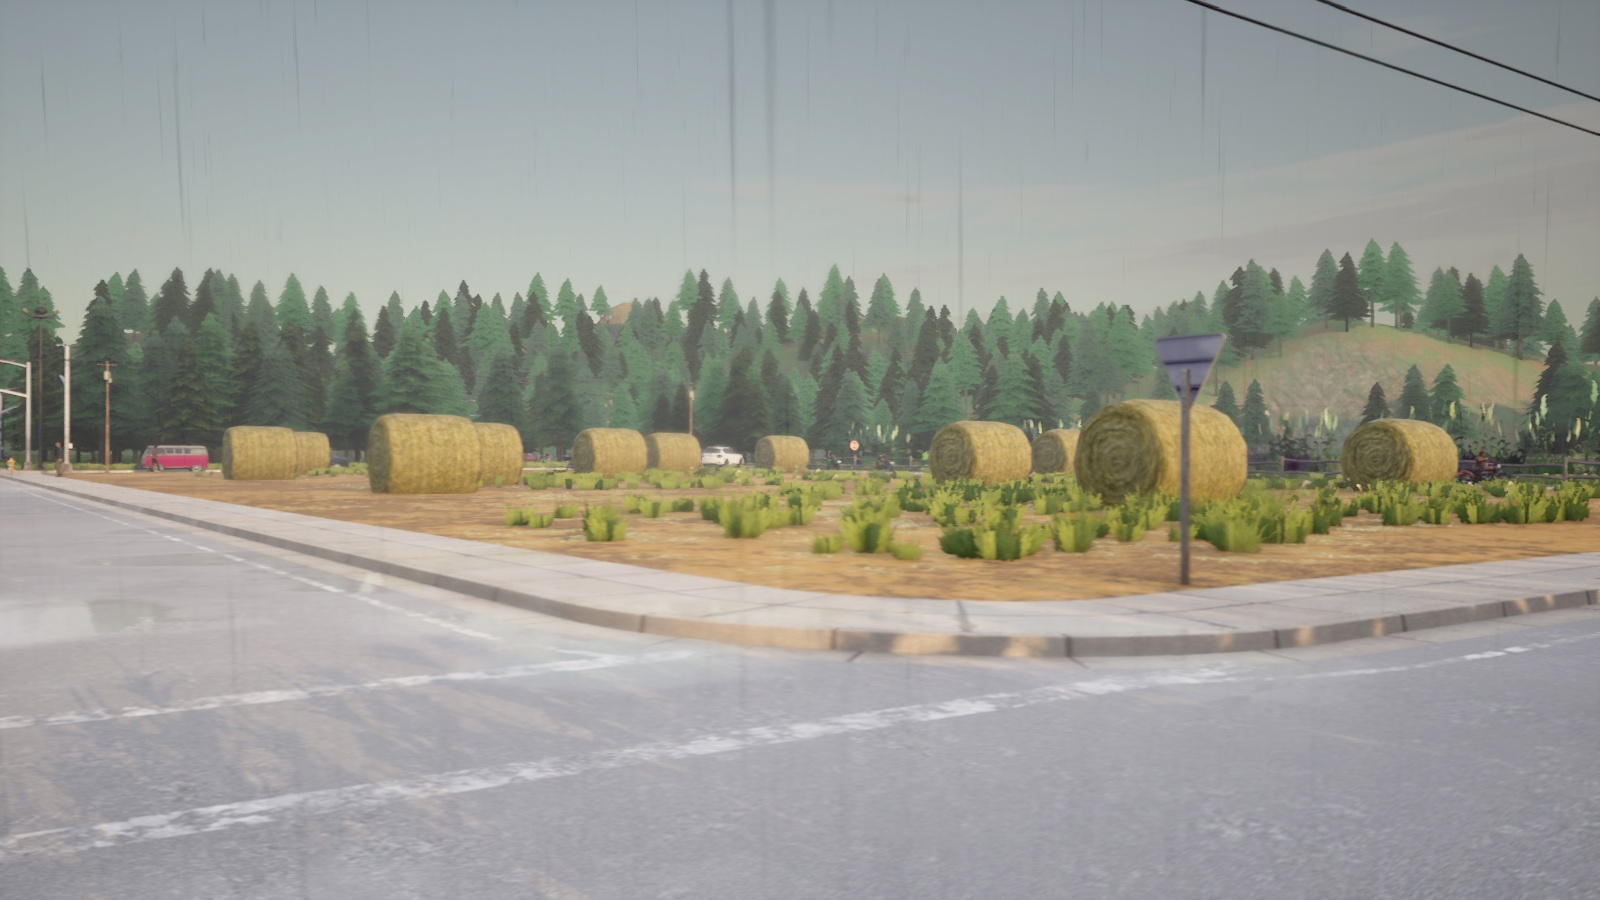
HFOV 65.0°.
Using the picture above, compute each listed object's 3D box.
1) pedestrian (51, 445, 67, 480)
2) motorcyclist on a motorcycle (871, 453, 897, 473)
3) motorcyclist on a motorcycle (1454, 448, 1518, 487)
[{"bbox_3d":[-38.482,0.642,65.209,0.726,1.842,0.402,0,0,-31],"label":"pedestrian"},{"bbox_3d":[6.524,0.983,97.779,0.866,1.530,2.191,0,0,-32],"label":"motorcyclist on a motorcycle"},{"bbox_3d":[29.549,0.729,54.096,0.766,1.649,2.350,0,0,-32],"label":"motorcyclist on a motorcycle"}]
